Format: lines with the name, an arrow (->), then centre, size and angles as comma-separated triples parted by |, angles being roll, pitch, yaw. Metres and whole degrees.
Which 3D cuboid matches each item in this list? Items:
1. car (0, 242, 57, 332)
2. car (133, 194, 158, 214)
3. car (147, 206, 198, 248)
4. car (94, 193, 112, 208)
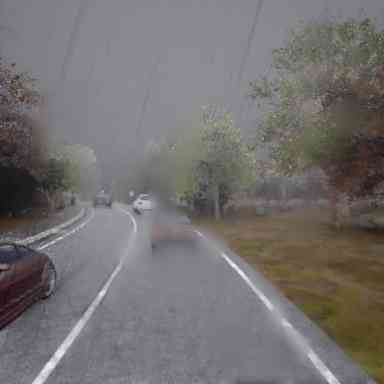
car -> -3.874, 1.572, 5.603 | 1.994, 1.385, 4.181 | 0, 0, -3
car -> -5.033, 1.274, 35.642 | 2.150, 2.045, 5.566 | 1, 0, -16
car -> -0.905, 1.579, 15.037 | 2.033, 1.411, 5.357 | 0, 0, -7
car -> -12.680, 1.160, 47.092 | 2.150, 2.045, 5.566 | 2, -1, -20
